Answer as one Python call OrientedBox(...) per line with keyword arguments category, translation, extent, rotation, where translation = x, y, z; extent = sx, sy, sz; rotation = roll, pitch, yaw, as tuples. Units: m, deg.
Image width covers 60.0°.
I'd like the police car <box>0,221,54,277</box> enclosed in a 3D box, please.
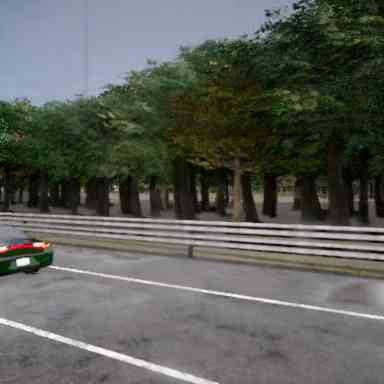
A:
OrientedBox(category="police car", translation=(-6.466, 1.659, 9.905), extent=(4.974, 1.542, 2.038), rotation=(-1, -1, 31))
